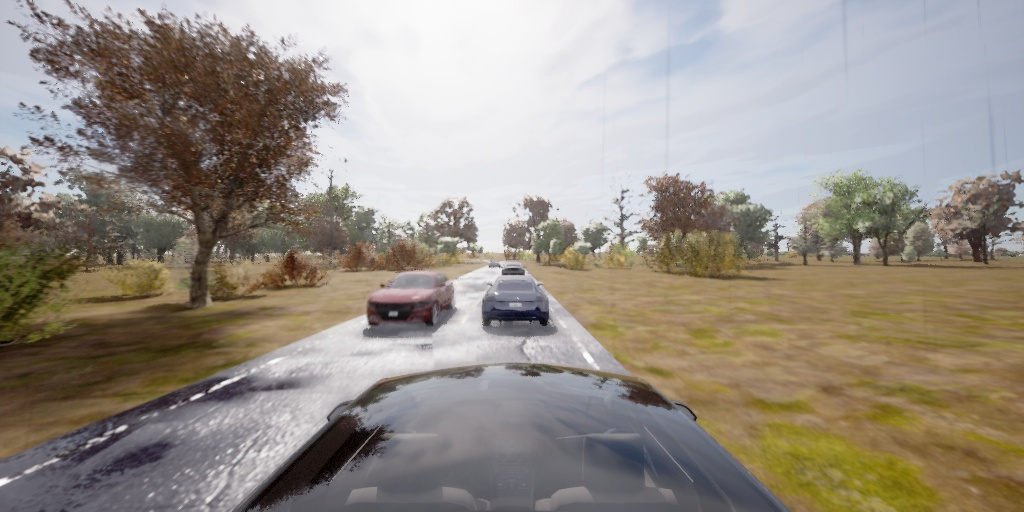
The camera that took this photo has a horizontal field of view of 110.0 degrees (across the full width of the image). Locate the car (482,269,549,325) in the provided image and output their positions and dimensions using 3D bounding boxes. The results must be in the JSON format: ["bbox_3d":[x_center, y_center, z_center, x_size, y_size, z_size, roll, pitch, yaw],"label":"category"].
[{"bbox_3d":[0.100,1.314,11.853,1.994,1.385,4.181,0,0,0],"label":"car"}]

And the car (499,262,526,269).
[{"bbox_3d":[0.098,1.247,29.431,1.837,1.490,4.892,0,0,0],"label":"car"}]

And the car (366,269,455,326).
[{"bbox_3d":[-3.099,1.227,11.853,1.882,1.535,5.008,0,0,0],"label":"car"}]

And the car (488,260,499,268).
[{"bbox_3d":[-3.006,1.316,61.039,1.895,1.301,4.718,0,0,0],"label":"car"}]
